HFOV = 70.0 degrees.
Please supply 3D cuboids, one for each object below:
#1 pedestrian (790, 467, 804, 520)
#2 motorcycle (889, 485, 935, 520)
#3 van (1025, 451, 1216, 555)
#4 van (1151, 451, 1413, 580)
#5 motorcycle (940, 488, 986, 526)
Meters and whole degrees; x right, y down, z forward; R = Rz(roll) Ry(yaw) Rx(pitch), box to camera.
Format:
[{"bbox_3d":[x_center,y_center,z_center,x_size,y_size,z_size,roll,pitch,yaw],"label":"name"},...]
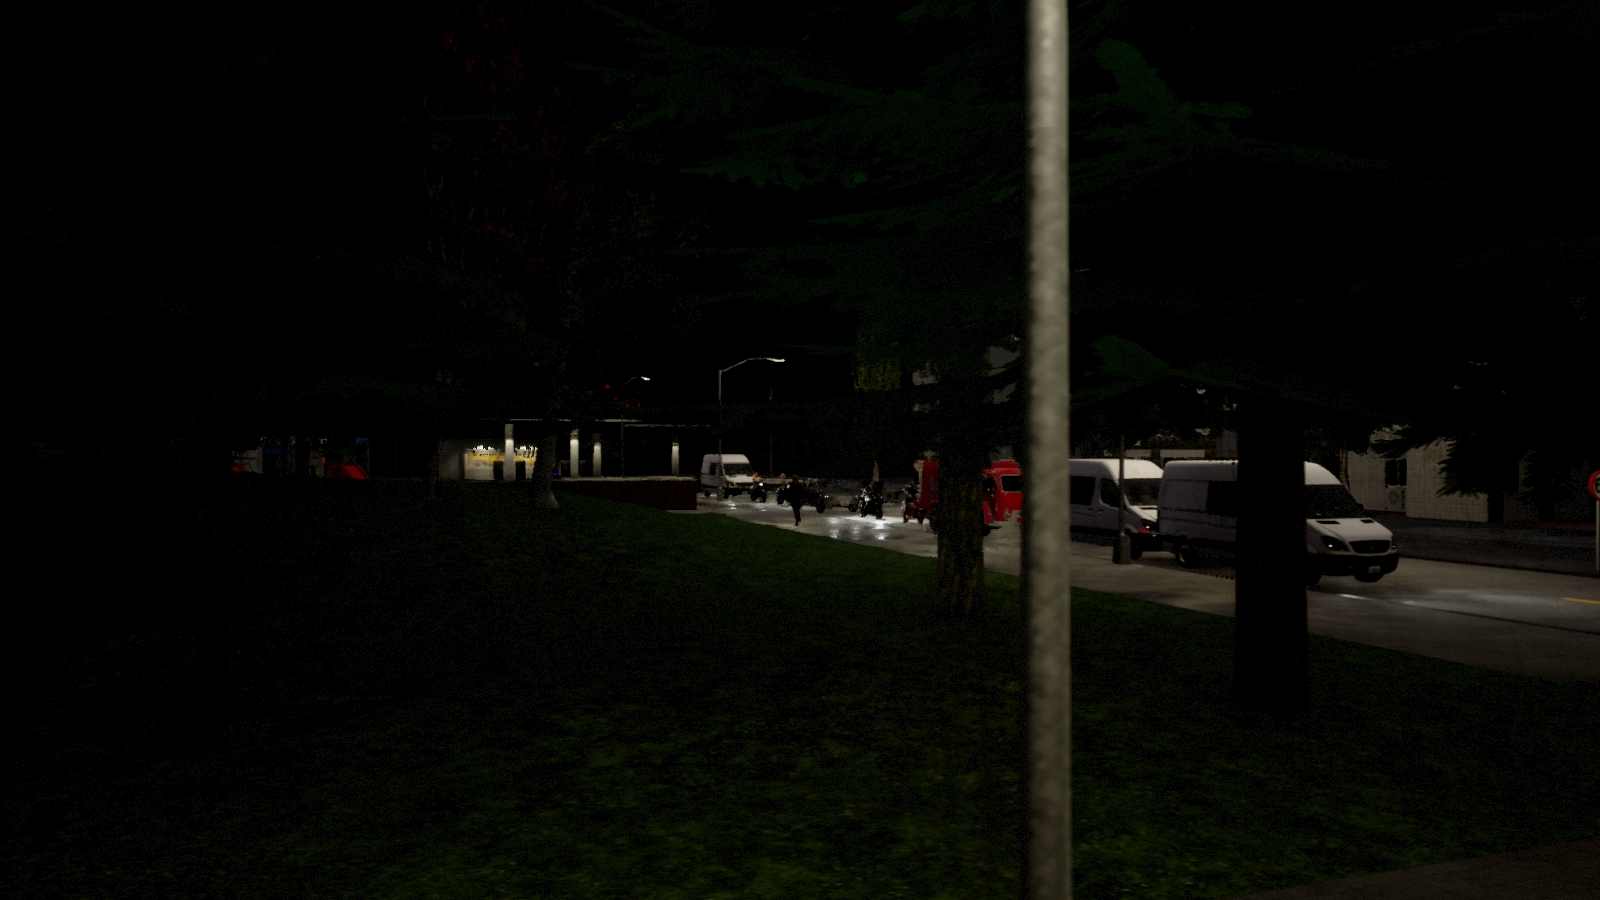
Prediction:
[{"bbox_3d":[-0.116,1.525,40.160,0.375,1.860,0.375,0,0,-20],"label":"pedestrian"},{"bbox_3d":[4.270,1.984,43.649,0.867,1.251,2.209,0,0,-20],"label":"motorcycle"},{"bbox_3d":[8.629,1.314,31.466,1.988,2.561,5.915,0,0,-20],"label":"van"},{"bbox_3d":[10.632,1.314,25.876,1.988,2.561,5.915,0,0,-20],"label":"van"},{"bbox_3d":[5.666,1.961,39.804,0.856,1.236,1.805,0,0,-20],"label":"motorcycle"}]
